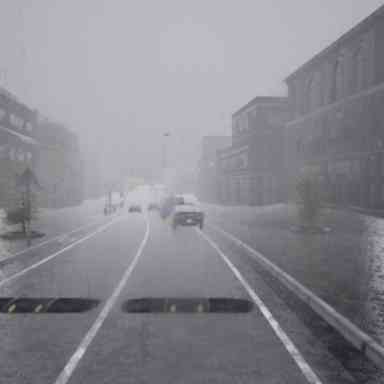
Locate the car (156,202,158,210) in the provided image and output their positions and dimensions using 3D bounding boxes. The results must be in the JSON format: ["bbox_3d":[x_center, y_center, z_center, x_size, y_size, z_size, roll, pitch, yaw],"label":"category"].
[{"bbox_3d":[-2.712,2.009,37.847,1.882,1.535,5.008,0,-2,-9],"label":"car"}]

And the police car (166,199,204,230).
[{"bbox_3d":[-0.446,1.518,21.997,1.930,1.638,5.238,0,-1,-7],"label":"police car"}]

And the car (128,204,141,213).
[{"bbox_3d":[-8.655,2.511,50.516,1.895,1.301,4.718,0,-1,-8],"label":"car"}]

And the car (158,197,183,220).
[{"bbox_3d":[-1.812,1.553,31.929,2.150,2.045,5.566,0,-2,-9],"label":"car"}]

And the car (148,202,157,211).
[{"bbox_3d":[-6.603,2.430,57.376,1.882,1.535,5.008,0,0,-9],"label":"car"}]
